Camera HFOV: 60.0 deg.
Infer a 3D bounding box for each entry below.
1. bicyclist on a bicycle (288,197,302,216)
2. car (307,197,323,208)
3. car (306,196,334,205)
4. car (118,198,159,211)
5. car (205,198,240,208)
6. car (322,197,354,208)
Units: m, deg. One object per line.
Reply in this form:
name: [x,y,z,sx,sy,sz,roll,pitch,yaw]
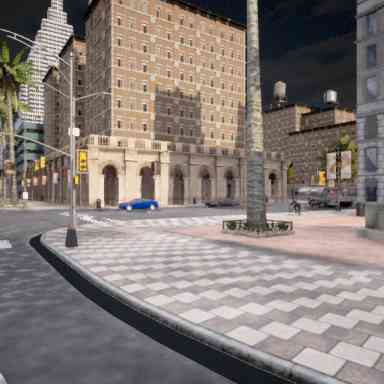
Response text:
bicyclist on a bicycle: [9.170,1.301,29.683,0.582,1.620,1.656,0,0,-33]
car: [19.304,1.505,49.313,4.892,1.490,1.837,0,0,-34]
car: [23.174,1.548,60.331,5.357,1.411,2.033,0,0,-33]
car: [-6.546,1.478,40.901,5.008,1.535,1.882,0,0,-33]
car: [4.423,1.546,48.058,5.357,1.411,2.033,0,0,-33]
car: [20.457,1.564,45.776,4.181,1.385,1.994,0,0,-34]
